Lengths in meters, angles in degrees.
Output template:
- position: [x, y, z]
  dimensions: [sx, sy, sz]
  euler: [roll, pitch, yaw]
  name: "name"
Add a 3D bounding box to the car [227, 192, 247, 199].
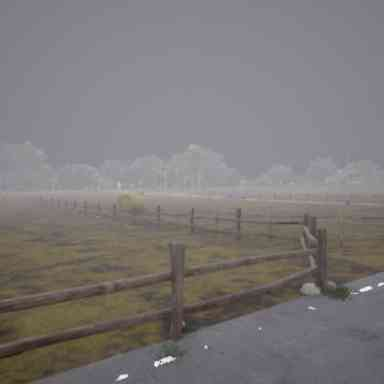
- position: [8.814, 0.674, 64.971]
  dimensions: [1.994, 1.385, 4.181]
  euler: [0, 1, -35]
  name: "car"
